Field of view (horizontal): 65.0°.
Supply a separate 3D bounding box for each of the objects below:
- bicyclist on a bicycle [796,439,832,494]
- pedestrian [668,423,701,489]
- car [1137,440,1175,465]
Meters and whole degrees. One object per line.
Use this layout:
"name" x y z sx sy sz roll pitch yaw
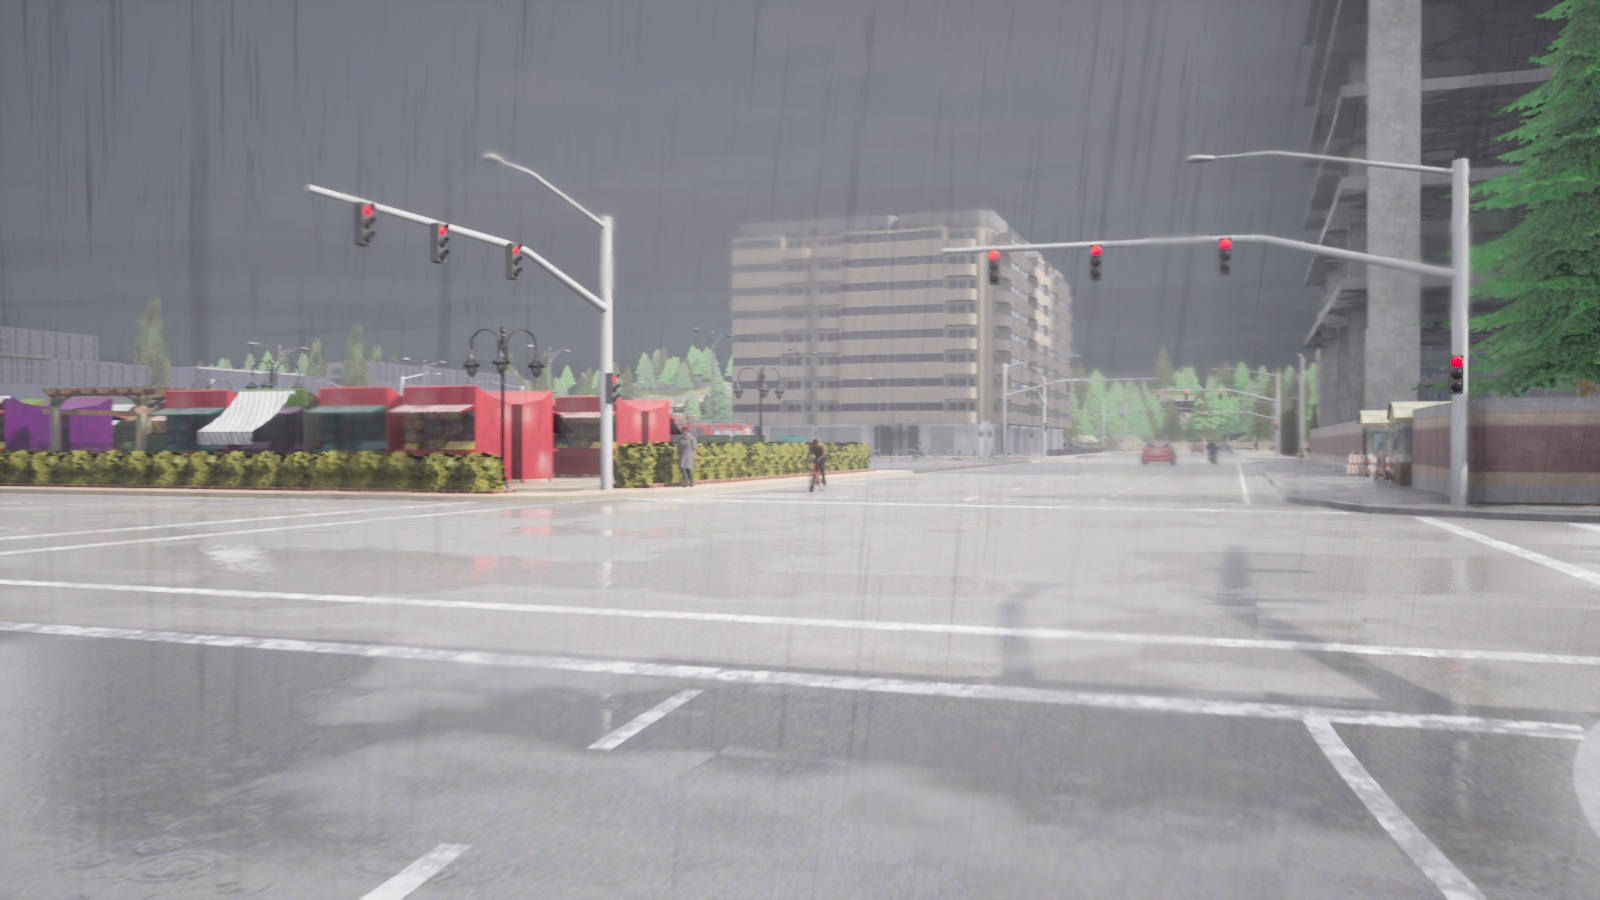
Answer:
"bicyclist on a bicycle" 0.434 0.486 37.906 0.582 1.620 1.656 0 1 19
"pedestrian" -3.473 0.181 37.755 0.659 1.952 0.873 0 0 22
"car" 24.601 0.143 86.676 2.242 1.667 4.611 0 0 19
